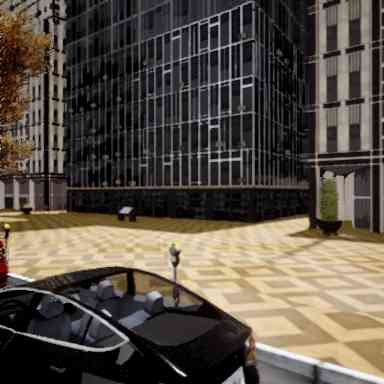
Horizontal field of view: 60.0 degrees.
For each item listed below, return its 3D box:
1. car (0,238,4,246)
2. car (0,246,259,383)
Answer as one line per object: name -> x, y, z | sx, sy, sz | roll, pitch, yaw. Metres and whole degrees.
car -> -5.860, 1.313, 7.056 | 5.009, 1.841, 2.192 | 0, 0, 35
car -> -1.363, 1.565, 3.849 | 4.313, 1.339, 1.947 | 0, 0, 35
